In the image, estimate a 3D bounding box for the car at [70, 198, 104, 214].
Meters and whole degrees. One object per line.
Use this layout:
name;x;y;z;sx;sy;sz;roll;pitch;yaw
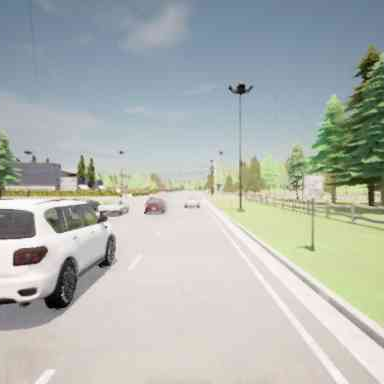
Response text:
car;-10.394;1.316;33.270;1.994;1.385;4.181;0;0;0

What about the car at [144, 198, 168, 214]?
car;-3.395;1.288;31.782;1.812;1.442;4.674;0;0;0

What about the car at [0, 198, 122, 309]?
car;-3.399;1.164;7.840;2.150;2.045;5.566;0;1;0

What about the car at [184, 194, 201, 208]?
car;0.020;1.215;41.606;1.812;1.442;4.674;0;1;0

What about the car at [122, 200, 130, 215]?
car;-6.895;1.376;30.056;1.895;1.301;4.718;0;0;0

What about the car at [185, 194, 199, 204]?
car;0.046;1.094;53.454;2.128;1.511;4.902;0;1;1
